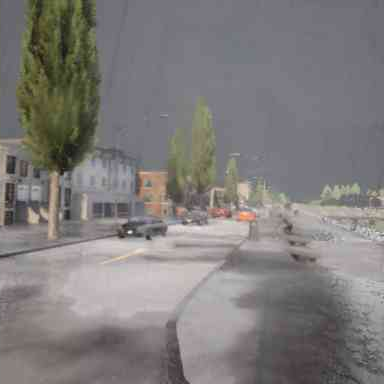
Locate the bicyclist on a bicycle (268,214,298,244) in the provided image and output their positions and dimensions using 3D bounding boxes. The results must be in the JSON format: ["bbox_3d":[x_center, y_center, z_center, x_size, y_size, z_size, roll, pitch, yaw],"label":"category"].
[{"bbox_3d":[4.986,2.040,18.228,1.656,1.620,0.582,0,-2,15],"label":"bicyclist on a bicycle"}]

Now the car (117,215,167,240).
[{"bbox_3d":[-3.020,2.161,20.810,1.994,1.385,4.181,1,-2,15],"label":"car"}]

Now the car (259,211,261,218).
[{"bbox_3d":[9.639,3.388,52.494,1.812,1.442,4.674,1,-2,15],"label":"car"}]

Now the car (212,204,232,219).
[{"bbox_3d":[4.456,2.760,48.542,2.150,2.045,5.566,1,-2,15],"label":"car"}]

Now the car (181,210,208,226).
[{"bbox_3d":[0.367,2.573,33.524,1.837,1.490,4.892,1,-2,15],"label":"car"}]

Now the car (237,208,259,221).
[{"bbox_3d":[7.077,2.852,42.659,2.097,1.767,4.553,1,-2,15],"label":"car"}]
